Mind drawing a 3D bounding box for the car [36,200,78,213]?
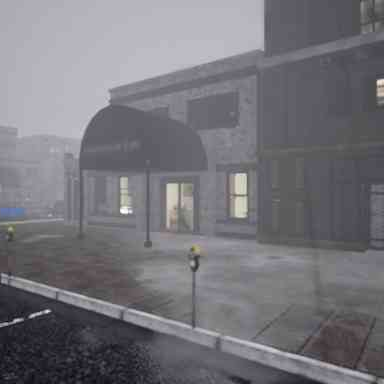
[{"bbox_3d":[-17.460,1.858,43.237,1.752,1.417,4.829,0,0,35],"label":"car"}]

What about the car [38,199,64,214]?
[{"bbox_3d":[-15.941,1.681,40.884,2.097,1.767,4.553,0,0,35],"label":"car"}]

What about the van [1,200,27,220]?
[{"bbox_3d":[-16.834,1.640,29.510,1.690,1.788,3.998,0,0,35],"label":"van"}]

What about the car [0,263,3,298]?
[{"bbox_3d":[-5.702,1.607,6.916,4.507,1.381,1.887,-1,0,35],"label":"car"}]
